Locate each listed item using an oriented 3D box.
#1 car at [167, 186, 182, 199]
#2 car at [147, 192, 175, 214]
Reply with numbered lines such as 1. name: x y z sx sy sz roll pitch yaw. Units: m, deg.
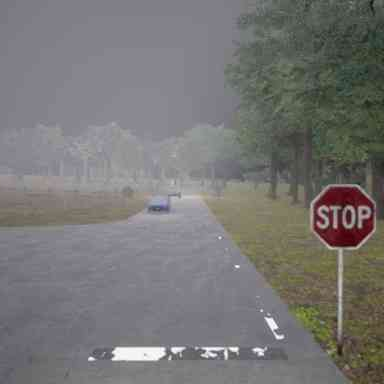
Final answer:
1. car: -2.938 0.024 56.282 2.150 2.045 5.566 0 2 0
2. car: -2.852 1.054 30.116 1.882 1.535 5.008 0 2 0
